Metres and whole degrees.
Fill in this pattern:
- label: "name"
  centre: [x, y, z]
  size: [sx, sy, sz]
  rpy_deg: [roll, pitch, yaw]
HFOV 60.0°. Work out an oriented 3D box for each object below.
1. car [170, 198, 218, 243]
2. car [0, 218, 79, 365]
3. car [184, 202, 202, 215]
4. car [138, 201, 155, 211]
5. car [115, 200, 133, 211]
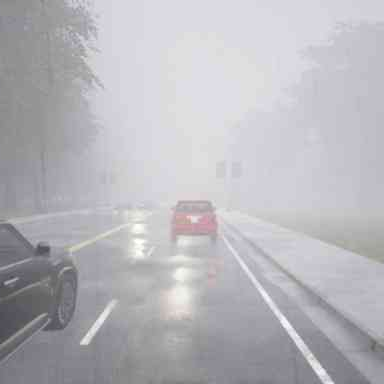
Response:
- label: "car"
  centre: [0.102, 1.336, 16.888]
  size: [2.150, 2.045, 5.566]
  rpy_deg: [0, 0, 0]
- label: "car"
  centre: [-3.151, 1.246, 3.796]
  size: [2.150, 2.045, 5.566]
  rpy_deg: [0, 0, 0]
- label: "car"
  centre: [0.101, 1.867, 38.899]
  size: [1.994, 1.385, 4.181]
  rpy_deg: [0, -1, 0]
- label: "car"
  centre: [-6.499, 1.948, 48.184]
  size: [2.033, 1.411, 5.357]
  rpy_deg: [0, -1, 0]
- label: "car"
  centre: [-9.749, 1.941, 48.185]
  size: [1.812, 1.442, 4.674]
  rpy_deg: [0, -1, 0]
